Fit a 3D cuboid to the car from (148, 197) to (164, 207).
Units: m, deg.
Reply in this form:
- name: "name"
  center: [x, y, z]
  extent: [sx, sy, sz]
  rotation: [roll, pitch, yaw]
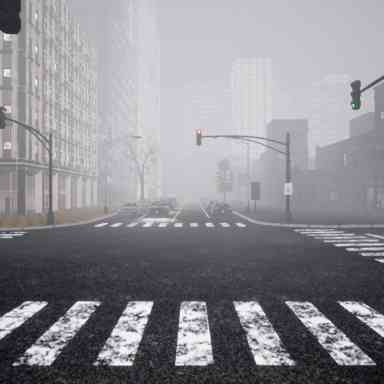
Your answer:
- name: "car"
  center: [-5.718, 1.574, 52.980]
  extent: [2.008, 1.369, 4.403]
  rotation: [0, 0, 0]

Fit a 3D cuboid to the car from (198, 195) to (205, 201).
- name: "car"
  center: [2.639, 1.639, 91.771]
  extent: [1.947, 1.339, 4.313]
  rotation: [0, 0, 0]

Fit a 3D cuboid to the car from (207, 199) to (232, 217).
- name: "car"
  center: [2.675, 1.554, 30.821]
  extent: [1.887, 1.381, 4.507]
  rotation: [0, 0, 0]

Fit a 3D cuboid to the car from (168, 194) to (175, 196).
- name: "car"
  center: [-3.117, 1.500, 50.943]
  extent: [1.882, 1.535, 5.008]
  rotation: [0, 0, 0]

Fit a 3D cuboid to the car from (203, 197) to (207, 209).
- name: "car"
  center: [2.668, 1.598, 41.903]
  extent: [1.802, 1.307, 4.206]
  rotation: [0, 0, 0]

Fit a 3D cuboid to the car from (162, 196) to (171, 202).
- name: "car"
  center: [-5.732, 1.631, 75.143]
  extent: [1.802, 1.307, 4.206]
  rotation: [0, 0, 0]

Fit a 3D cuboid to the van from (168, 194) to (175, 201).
- name: "van"
  center: [-5.741, 1.414, 91.766]
  extent: [1.690, 1.788, 3.998]
  rotation: [0, 0, 0]

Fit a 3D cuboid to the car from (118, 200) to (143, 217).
- name: "car"
  center: [-5.707, 1.591, 30.816]
  extent: [1.802, 1.307, 4.206]
  rotation: [0, 0, 0]

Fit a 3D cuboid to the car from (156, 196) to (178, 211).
- name: "car"
  center: [-3.120, 1.579, 40.960]
  extent: [1.994, 1.385, 4.181]
  rotation: [0, 0, 0]

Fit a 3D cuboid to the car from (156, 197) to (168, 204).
- name: "car"
  center: [-5.726, 1.600, 64.062]
  extent: [1.947, 1.339, 4.313]
  rotation: [0, 0, 0]

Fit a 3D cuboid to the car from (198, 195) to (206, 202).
- name: "car"
  center: [2.649, 1.600, 75.148]
  extent: [2.008, 1.369, 4.403]
  rotation: [0, 0, 0]

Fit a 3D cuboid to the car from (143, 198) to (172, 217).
- name: "car"
  center: [-3.135, 1.573, 30.997]
  extent: [1.994, 1.385, 4.181]
  rotation: [0, 0, -2]

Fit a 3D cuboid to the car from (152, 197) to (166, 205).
- name: "car"
  center: [-5.722, 1.594, 58.520]
  extent: [1.947, 1.339, 4.313]
  rotation: [0, 0, 0]

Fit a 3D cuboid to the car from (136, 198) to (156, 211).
- name: "car"
  center: [-5.713, 1.541, 41.728]
  extent: [1.752, 1.417, 4.829]
  rotation: [0, 0, 0]
